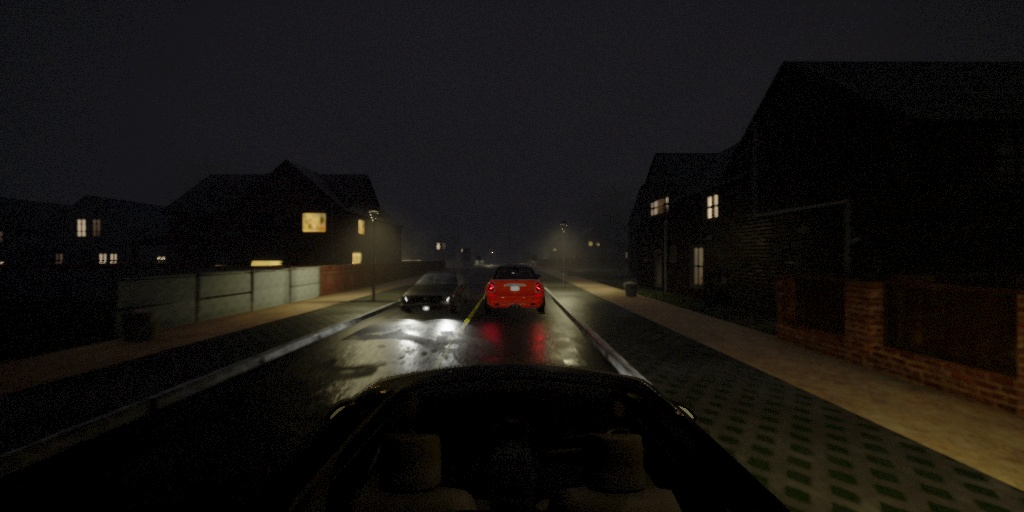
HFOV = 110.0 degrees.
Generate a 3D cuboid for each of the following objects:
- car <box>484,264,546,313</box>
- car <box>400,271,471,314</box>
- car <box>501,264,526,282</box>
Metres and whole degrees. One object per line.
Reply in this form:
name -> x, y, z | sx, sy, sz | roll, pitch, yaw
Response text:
car -> 0.098, 1.105, 14.067 | 2.097, 1.767, 4.553 | 0, 0, 0
car -> -2.751, 1.300, 14.144 | 2.033, 1.411, 5.357 | 0, 0, 0
car -> 0.095, 1.367, 30.560 | 1.994, 1.385, 4.181 | 0, 0, 0
